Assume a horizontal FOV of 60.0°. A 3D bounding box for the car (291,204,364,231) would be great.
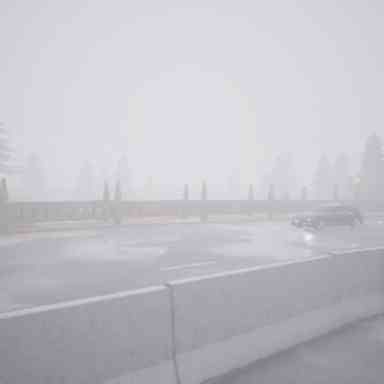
[{"bbox_3d":[8.321,1.491,20.403,4.892,1.490,1.837,0,0,-25],"label":"car"}]
